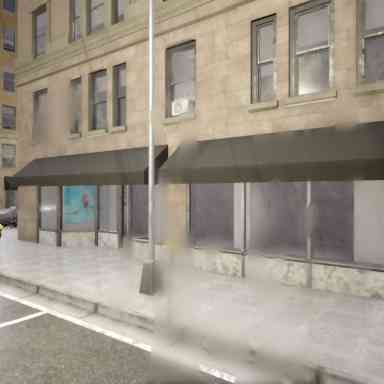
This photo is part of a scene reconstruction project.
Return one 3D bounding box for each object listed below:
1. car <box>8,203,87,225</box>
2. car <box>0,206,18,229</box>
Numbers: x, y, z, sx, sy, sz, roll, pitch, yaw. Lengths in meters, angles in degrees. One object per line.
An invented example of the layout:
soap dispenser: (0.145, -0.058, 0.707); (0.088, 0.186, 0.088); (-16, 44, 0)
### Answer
car: (-11.158, 1.636, 26.110); (2.033, 1.411, 5.357); (0, 0, 36)
car: (-10.638, 1.616, 21.666); (2.033, 1.411, 5.357); (0, 0, 35)
